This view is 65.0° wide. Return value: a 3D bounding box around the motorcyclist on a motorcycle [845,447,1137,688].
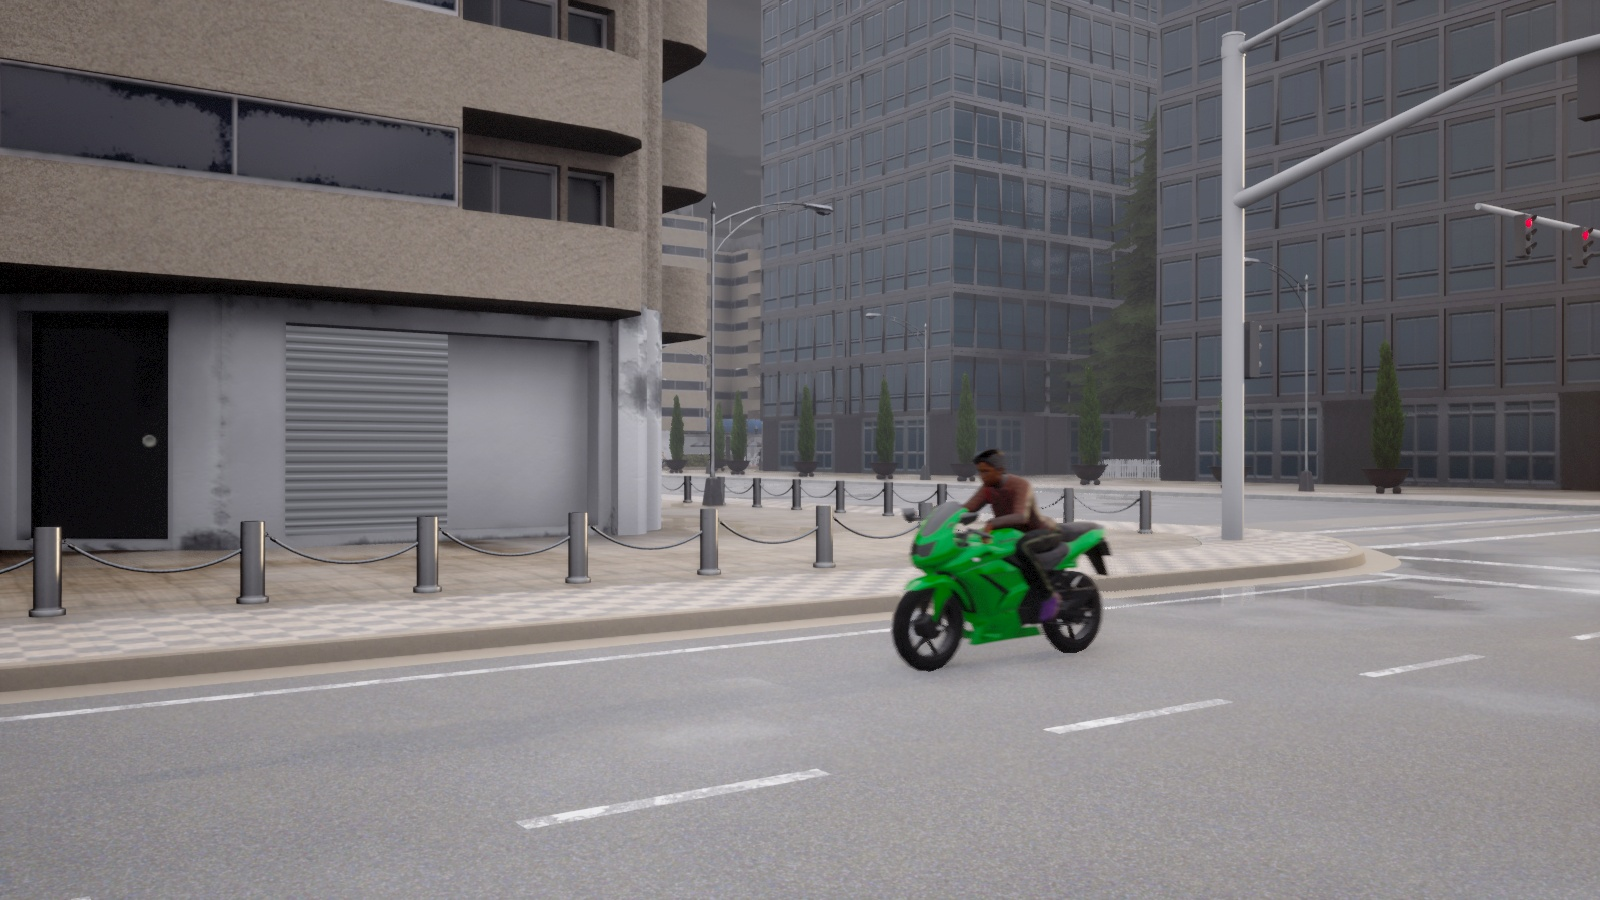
[{"bbox_3d":[1.380,0.746,8.870,2.044,1.523,0.797,0,0,-34],"label":"motorcyclist on a motorcycle"}]
